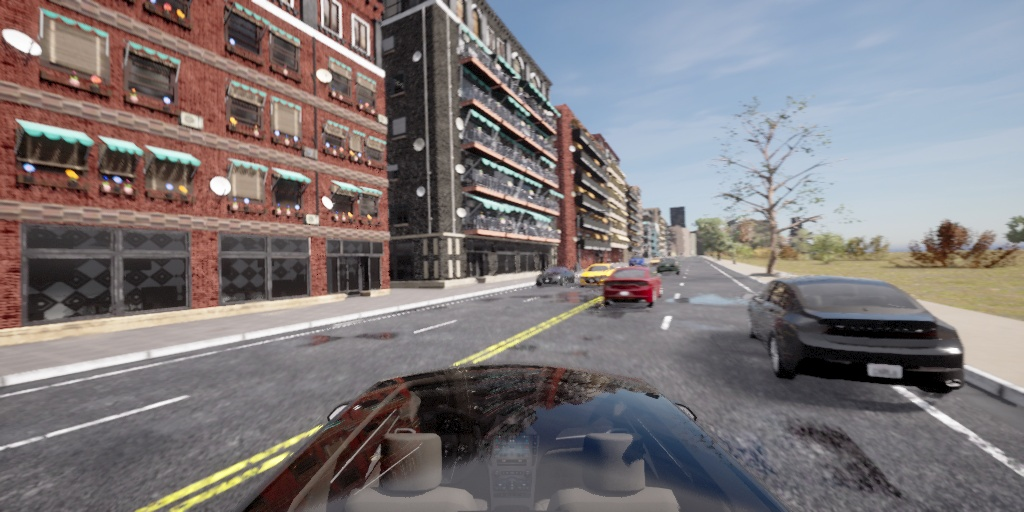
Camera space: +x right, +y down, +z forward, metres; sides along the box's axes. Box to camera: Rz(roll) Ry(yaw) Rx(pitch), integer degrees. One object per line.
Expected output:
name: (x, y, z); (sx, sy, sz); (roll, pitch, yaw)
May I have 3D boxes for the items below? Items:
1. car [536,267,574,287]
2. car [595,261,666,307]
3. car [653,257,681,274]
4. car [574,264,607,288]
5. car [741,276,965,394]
car: (3.267, 1.492, 26.269); (1.994, 1.385, 4.181); (-3, -1, 27)
car: (5.228, 1.197, 15.342); (1.882, 1.535, 5.008); (-3, -1, 27)
car: (16.034, 0.923, 36.652); (2.097, 1.767, 4.553); (-3, -1, 27)
car: (6.118, 1.279, 24.718); (1.882, 1.535, 5.008); (-3, -1, 27)
car: (5.511, 1.104, 6.426); (1.837, 1.490, 4.892); (-3, -1, 27)
